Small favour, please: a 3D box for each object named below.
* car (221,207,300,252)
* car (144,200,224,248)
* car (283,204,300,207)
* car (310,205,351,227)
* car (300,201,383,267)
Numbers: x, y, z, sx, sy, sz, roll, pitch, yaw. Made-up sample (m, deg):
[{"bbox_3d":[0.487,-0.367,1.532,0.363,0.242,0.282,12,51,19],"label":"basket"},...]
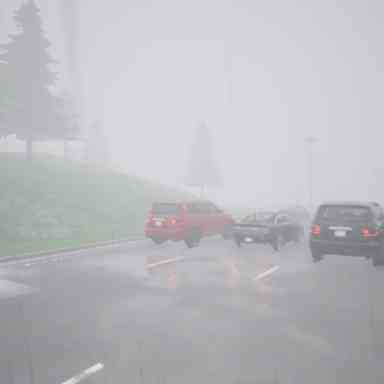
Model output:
[{"bbox_3d":[3.536,1.648,14.939,2.128,1.511,4.902,-1,-1,34],"label":"car"},{"bbox_3d":[0.092,1.399,16.092,2.150,2.045,5.566,-1,0,33],"label":"car"},{"bbox_3d":[9.044,1.830,29.731,1.812,1.442,4.674,-1,-1,34],"label":"car"},{"bbox_3d":[11.201,1.816,26.667,2.033,1.411,5.357,-1,-1,34],"label":"car"},{"bbox_3d":[5.943,1.348,12.251,2.150,2.045,5.566,-1,0,34],"label":"car"}]
